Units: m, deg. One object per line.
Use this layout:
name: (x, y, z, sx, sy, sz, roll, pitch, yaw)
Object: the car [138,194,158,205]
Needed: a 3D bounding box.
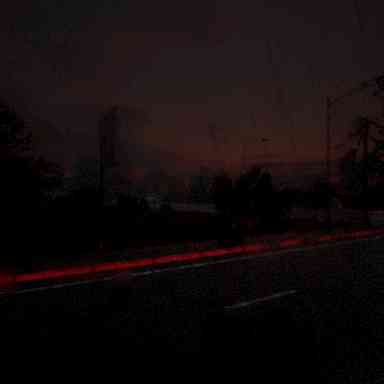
car: (-8.391, 1.348, 60.967, 2.150, 2.045, 5.566, 0, 0, -39)
